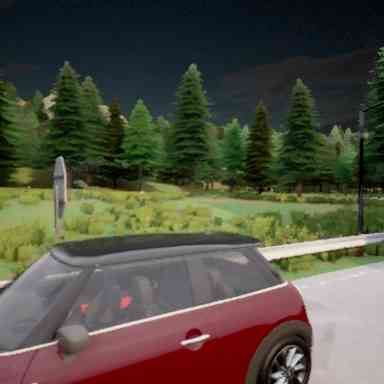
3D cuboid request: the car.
[{"bbox_3d":[-0.946,1.283,3.349,4.553,1.767,2.097,-1,1,-31],"label":"car"}]
